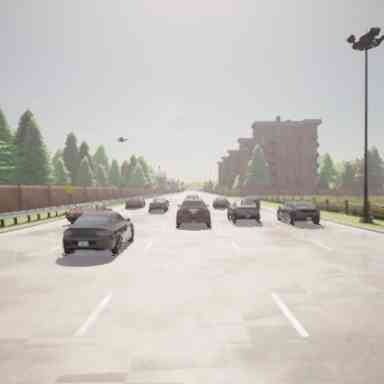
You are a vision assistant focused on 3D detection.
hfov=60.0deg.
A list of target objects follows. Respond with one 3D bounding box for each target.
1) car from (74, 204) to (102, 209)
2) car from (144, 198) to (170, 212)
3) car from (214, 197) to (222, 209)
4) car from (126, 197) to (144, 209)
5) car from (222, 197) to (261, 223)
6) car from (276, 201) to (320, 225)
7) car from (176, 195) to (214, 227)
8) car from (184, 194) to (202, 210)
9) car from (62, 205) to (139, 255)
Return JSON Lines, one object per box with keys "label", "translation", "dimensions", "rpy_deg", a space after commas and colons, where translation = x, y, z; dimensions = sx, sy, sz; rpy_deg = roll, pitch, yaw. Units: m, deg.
{"label": "car", "translation": [-6.910, 1.459, 22.882], "dimensions": [1.895, 1.301, 4.718], "rpy_deg": [0, 0, 0]}
{"label": "car", "translation": [-3.417, 1.331, 34.989], "dimensions": [2.033, 1.411, 5.357], "rpy_deg": [0, 0, 0]}
{"label": "car", "translation": [3.581, 1.310, 41.142], "dimensions": [1.994, 1.385, 4.181], "rpy_deg": [0, 0, 0]}
{"label": "car", "translation": [-6.919, 1.308, 41.253], "dimensions": [1.994, 1.385, 4.181], "rpy_deg": [0, 0, 0]}
{"label": "car", "translation": [3.589, 1.345, 23.660], "dimensions": [2.128, 1.511, 4.902], "rpy_deg": [0, 0, 0]}
{"label": "car", "translation": [7.090, 1.366, 22.556], "dimensions": [1.837, 1.490, 4.892], "rpy_deg": [0, 0, 0]}
{"label": "car", "translation": [0.090, 1.217, 21.806], "dimensions": [2.097, 1.767, 4.553], "rpy_deg": [0, 0, 0]}
{"label": "car", "translation": [0.081, 1.103, 40.224], "dimensions": [2.097, 1.767, 4.553], "rpy_deg": [0, 0, 0]}
{"label": "car", "translation": [-3.419, 1.446, 12.739], "dimensions": [1.812, 1.442, 4.674], "rpy_deg": [0, 0, 0]}
